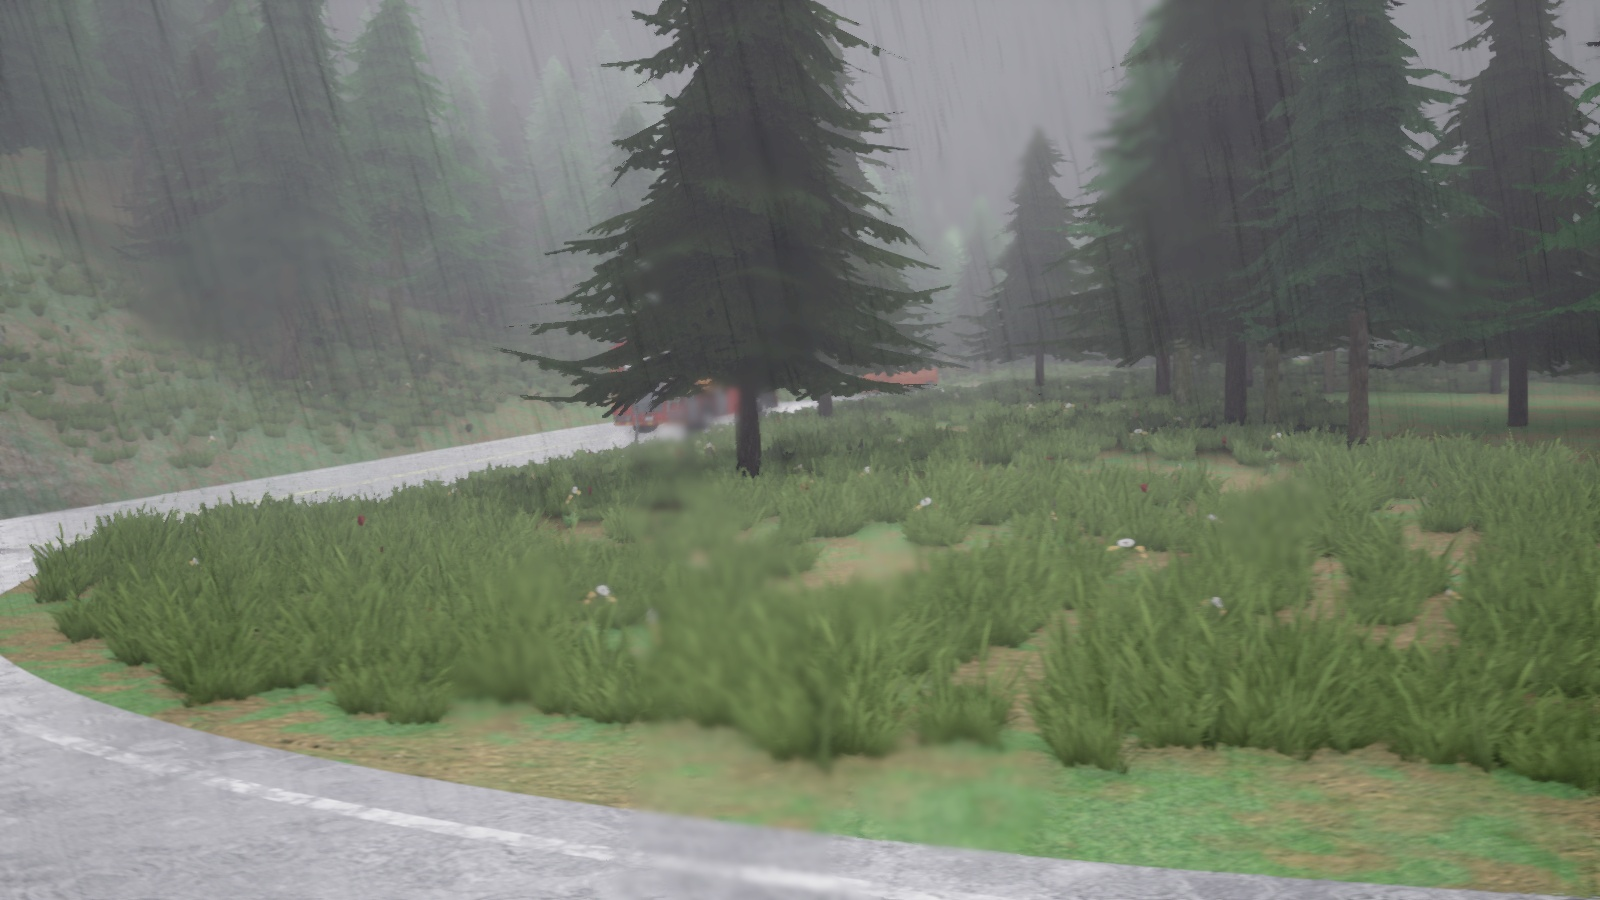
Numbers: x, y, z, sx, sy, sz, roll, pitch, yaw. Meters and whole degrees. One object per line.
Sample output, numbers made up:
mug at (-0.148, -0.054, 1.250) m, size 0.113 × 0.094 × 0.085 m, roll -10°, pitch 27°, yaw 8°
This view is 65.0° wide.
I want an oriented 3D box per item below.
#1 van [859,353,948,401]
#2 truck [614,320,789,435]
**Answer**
van at (4.961, -3.482, 59.609) m, size 1.775 × 1.987 × 4.442 m, roll 1°, pitch 6°, yaw 42°
truck at (-3.409, -2.843, 46.609) m, size 2.891 × 3.827 × 8.468 m, roll 0°, pitch 6°, yaw 22°
